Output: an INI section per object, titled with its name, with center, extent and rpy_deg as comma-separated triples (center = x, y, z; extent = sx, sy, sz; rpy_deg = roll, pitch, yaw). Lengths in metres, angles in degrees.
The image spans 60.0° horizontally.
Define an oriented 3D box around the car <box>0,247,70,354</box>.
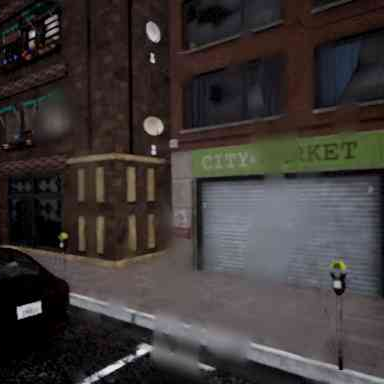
[car]
center = -3.846, 1.622, 5.626
extent = 4.313, 1.339, 1.947
rpy_deg = -1, -1, 35
